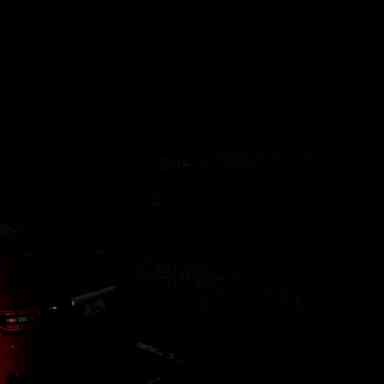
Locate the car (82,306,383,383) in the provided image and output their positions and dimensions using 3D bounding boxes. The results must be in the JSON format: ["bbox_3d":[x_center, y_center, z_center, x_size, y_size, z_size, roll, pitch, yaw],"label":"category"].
[{"bbox_3d":[1.515,1.582,1.724,4.206,1.307,1.802,0,0,36],"label":"car"}]

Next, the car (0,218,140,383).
[{"bbox_3d":[-2.970,1.315,4.939,5.009,1.841,2.192,0,0,36],"label":"car"}]
